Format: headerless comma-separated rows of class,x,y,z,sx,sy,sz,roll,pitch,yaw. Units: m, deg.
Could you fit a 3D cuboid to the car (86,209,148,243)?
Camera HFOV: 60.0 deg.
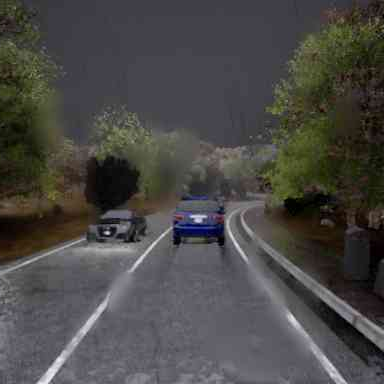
car,-3.301,1.495,15.375,1.994,1.385,4.181,0,-1,4

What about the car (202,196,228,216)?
car,2.368,1.344,32.974,2.097,1.767,4.553,1,0,10

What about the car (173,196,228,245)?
car,0.376,1.206,15.669,2.150,2.045,5.566,0,0,3

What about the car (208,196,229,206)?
car,4.462,1.493,55.298,2.033,1.411,5.357,2,0,20
